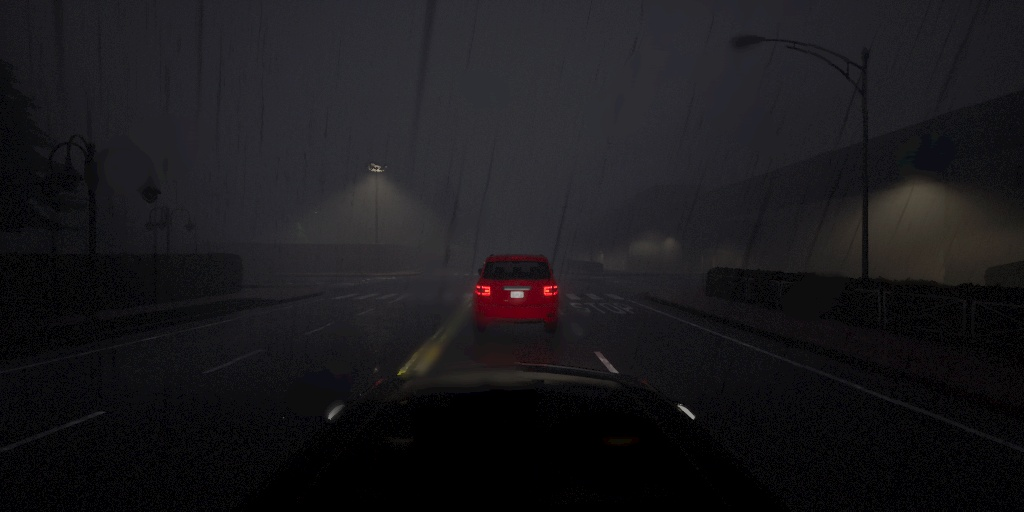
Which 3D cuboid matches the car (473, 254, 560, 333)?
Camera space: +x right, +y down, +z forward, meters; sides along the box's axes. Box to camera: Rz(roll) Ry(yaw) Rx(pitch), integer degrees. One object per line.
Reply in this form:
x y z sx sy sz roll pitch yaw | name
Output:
0.122 0.971 10.847 2.150 2.045 5.566 0 0 0 | car
